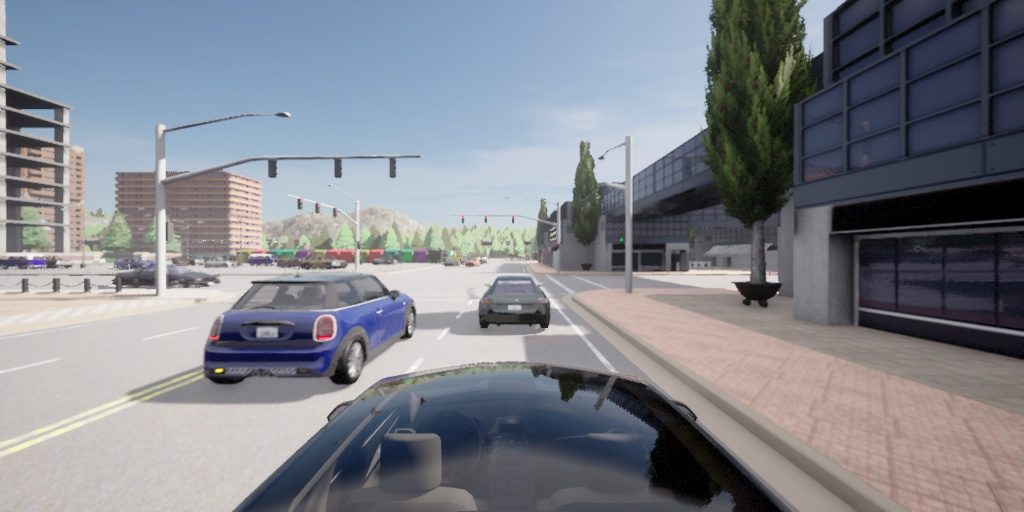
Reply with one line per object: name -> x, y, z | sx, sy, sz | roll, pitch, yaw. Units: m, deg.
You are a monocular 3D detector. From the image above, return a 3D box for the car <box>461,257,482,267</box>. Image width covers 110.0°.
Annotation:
car -> -6.851, 1.017, 61.671 | 2.097, 1.767, 4.553 | 0, 0, 2

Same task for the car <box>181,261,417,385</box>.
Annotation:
car -> -3.443, 1.094, 7.190 | 2.097, 1.767, 4.553 | 0, 0, 0

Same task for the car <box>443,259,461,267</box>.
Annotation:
car -> -10.345, 1.213, 61.534 | 2.033, 1.411, 5.357 | 0, 0, 2

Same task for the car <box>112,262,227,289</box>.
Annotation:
car -> -21.352, 1.302, 22.256 | 5.357, 1.411, 2.033 | 0, 0, 0

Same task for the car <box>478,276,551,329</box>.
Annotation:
car -> 0.068, 1.299, 11.199 | 1.994, 1.385, 4.181 | 0, 0, 0
